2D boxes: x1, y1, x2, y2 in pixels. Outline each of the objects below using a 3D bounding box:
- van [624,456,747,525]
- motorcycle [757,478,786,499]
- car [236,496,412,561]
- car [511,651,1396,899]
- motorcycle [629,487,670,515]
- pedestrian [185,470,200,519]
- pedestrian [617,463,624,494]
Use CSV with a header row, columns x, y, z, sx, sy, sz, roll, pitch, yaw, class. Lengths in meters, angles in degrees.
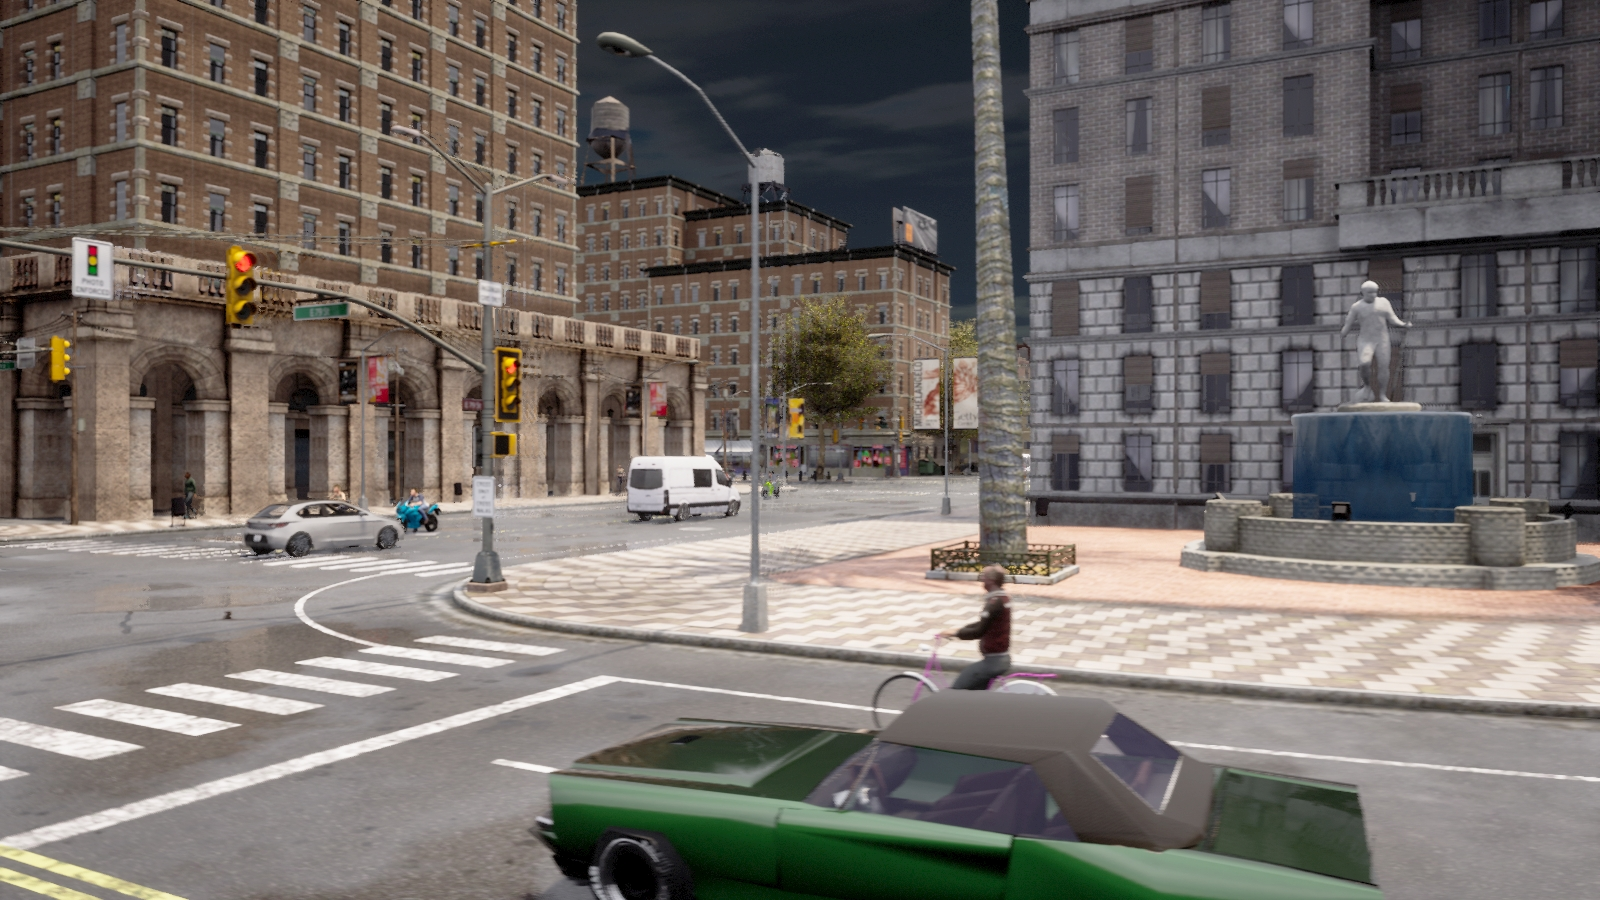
x,y,z,sx,sy,sz,roll,pitch,yaw,class
-4.552,1.553,46.499,1.988,2.561,5.915,0,0,28,van
-1.678,2.241,66.743,0.803,1.145,2.033,0,0,28,motorcycle
-12.937,2.076,31.293,1.816,1.474,4.193,0,0,32,car
0.809,2.158,6.800,4.718,1.301,1.895,0,0,23,car
-6.642,2.233,50.438,0.803,1.145,2.033,0,0,27,motorcycle
-23.382,1.710,43.955,0.375,1.860,0.375,0,0,31,pedestrian
-10.955,1.723,69.640,0.375,1.860,0.375,0,0,3,pedestrian
